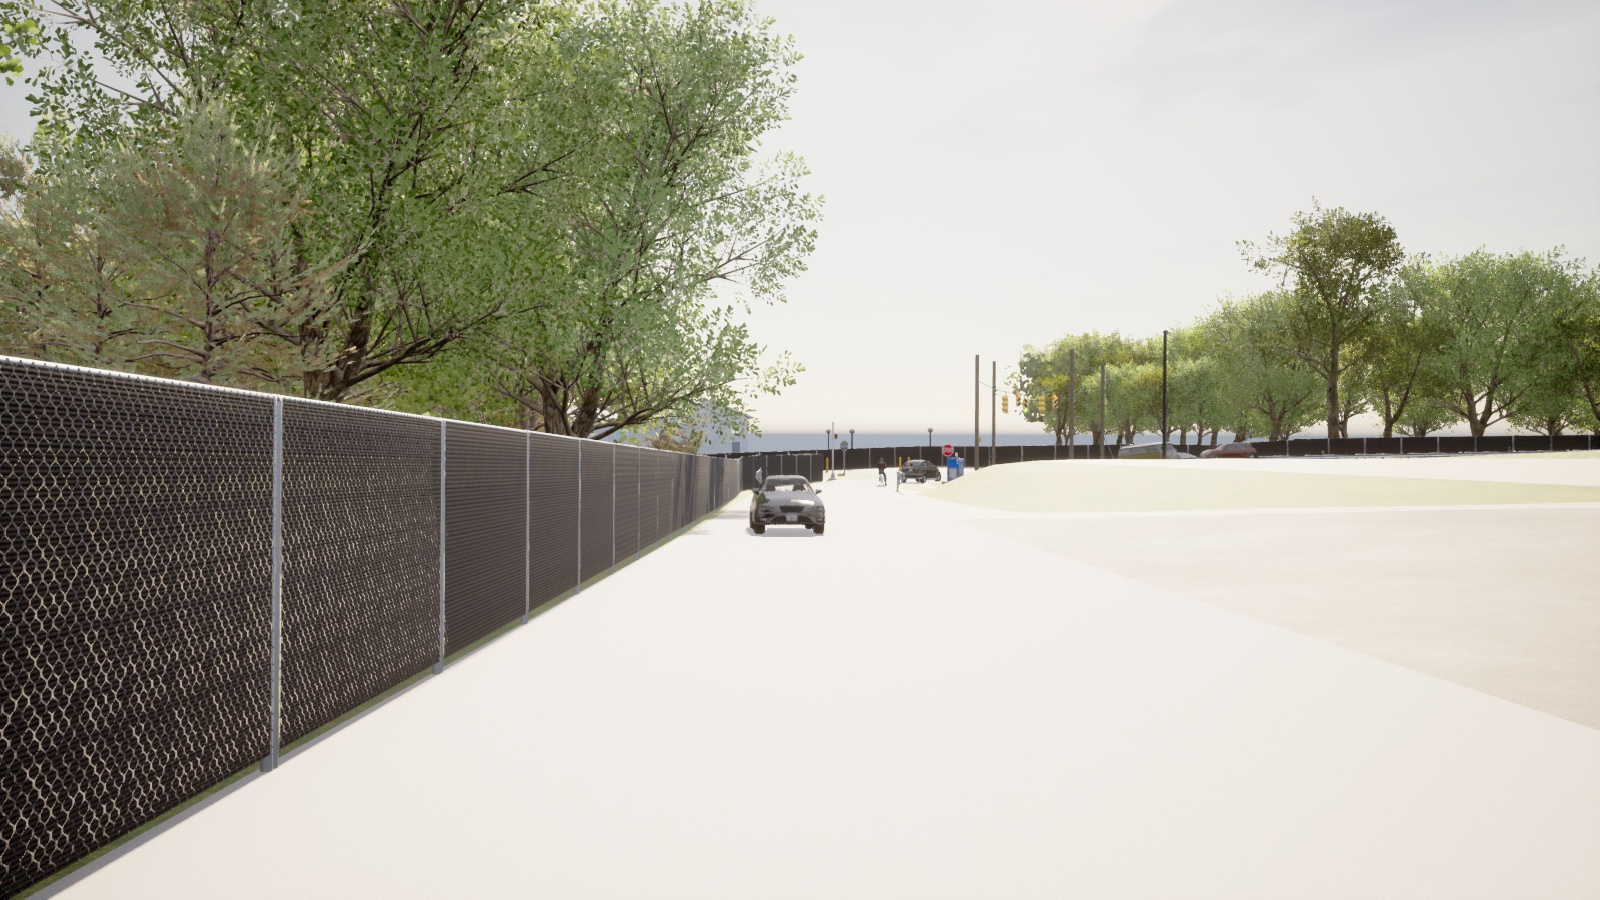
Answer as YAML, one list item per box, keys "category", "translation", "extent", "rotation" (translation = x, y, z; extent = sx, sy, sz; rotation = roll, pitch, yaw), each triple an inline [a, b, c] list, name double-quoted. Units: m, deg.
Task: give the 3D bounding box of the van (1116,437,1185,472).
- category: "van"
  translation: [24.105, 0.348, 86.491]
  extent: [1.775, 1.987, 4.442]
  rotation: [-2, -4, -31]

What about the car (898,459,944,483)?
- category: "car"
  translation: [8.248, 1.399, 85.543]
  extent: [1.789, 1.549, 3.705]
  rotation: [0, 0, 29]

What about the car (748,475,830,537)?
- category: "car"
  translation: [-0.355, 1.403, 32.670]
  extent: [1.816, 1.474, 4.193]
  rotation: [0, -1, -5]
